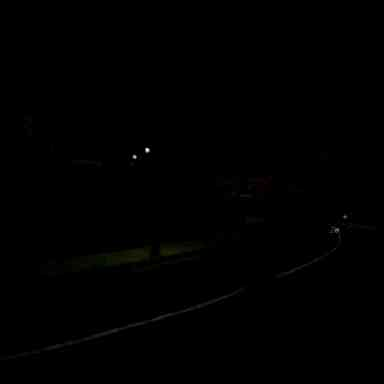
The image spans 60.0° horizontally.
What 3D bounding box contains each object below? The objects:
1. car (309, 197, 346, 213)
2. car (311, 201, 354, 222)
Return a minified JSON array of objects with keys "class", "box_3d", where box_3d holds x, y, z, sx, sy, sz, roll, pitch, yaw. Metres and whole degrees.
[{"class":"car","box_3d":[15.768,1.627,38.632,2.150,2.045,5.566,0,-1,-8]},{"class":"car","box_3d":[12.449,1.774,29.168,2.128,1.511,4.902,0,-1,4]}]
